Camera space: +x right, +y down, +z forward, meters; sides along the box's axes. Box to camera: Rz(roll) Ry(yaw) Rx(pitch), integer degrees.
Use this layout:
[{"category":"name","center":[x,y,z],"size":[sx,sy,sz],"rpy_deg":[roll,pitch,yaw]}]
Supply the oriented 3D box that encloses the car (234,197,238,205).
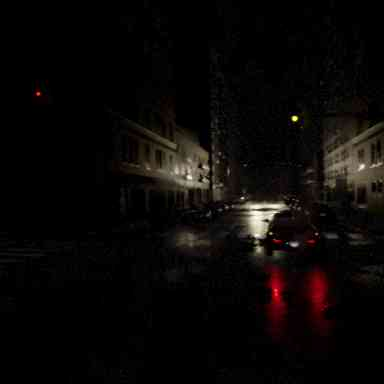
[{"category":"car","center":[4.236,1.585,41.275],"size":[1.887,1.381,4.507],"rpy_deg":[0,0,13]}]

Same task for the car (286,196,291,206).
[{"category":"car","center":[12.544,1.428,39.367],"size":[1.887,1.381,4.507],"rpy_deg":[0,0,13]}]

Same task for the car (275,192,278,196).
[{"category":"car","center":[23.729,1.244,87.870],"size":[1.967,1.590,4.097],"rpy_deg":[0,0,13]}]

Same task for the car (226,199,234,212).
[{"category":"car","center":[2.993,1.599,35.887],"size":[2.008,1.369,4.403],"rpy_deg":[0,0,13]}]

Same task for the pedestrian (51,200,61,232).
[{"category":"pedestrian","center":[-7.809,1.345,18.998],"size":[0.375,1.860,0.375],"rpy_deg":[-1,-1,13]}]

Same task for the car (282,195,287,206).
[{"category":"car","center":[15.030,1.432,50.146],"size":[1.947,1.339,4.313],"rpy_deg":[0,0,13]}]

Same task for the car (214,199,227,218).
[{"category":"car","center":[1.750,1.621,30.500],"size":[1.947,1.339,4.313],"rpy_deg":[0,0,13]}]

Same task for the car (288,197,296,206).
[{"category":"car","center":[11.300,1.442,33.978],"size":[2.008,1.369,4.403],"rpy_deg":[0,0,13]}]

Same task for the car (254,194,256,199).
[{"category":"car","center":[15.419,1.401,89.766],"size":[1.967,1.590,4.097],"rpy_deg":[0,0,13]}]

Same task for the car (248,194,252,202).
[{"category":"car","center":[11.692,1.554,73.602],"size":[1.947,1.339,4.313],"rpy_deg":[0,0,13]}]

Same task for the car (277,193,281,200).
[{"category":"car","center":[20.001,1.397,71.703],"size":[1.947,1.339,4.313],"rpy_deg":[0,0,13]}]

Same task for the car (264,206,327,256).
[{"category":"car","center":[3.813,1.495,12.937],"size":[1.812,1.442,4.674],"rpy_deg":[-1,0,13]}]

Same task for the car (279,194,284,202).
[{"category":"car","center":[17.515,1.400,60.924],"size":[2.008,1.369,4.403],"rpy_deg":[0,0,13]}]

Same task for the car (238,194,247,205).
[{"category":"car","center":[7.926,1.540,57.273],"size":[1.752,1.417,4.829],"rpy_deg":[0,0,13]}]

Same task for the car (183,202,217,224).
[{"category":"car","center":[0.508,1.645,25.112],"size":[1.802,1.307,4.206],"rpy_deg":[0,0,13]}]

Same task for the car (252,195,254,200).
[{"category":"car","center":[12.932,1.294,78.990],"size":[2.192,1.841,5.009],"rpy_deg":[0,0,13]}]

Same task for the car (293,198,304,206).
[{"category":"car","center":[10.058,1.443,28.589],"size":[1.887,1.381,4.507],"rpy_deg":[-1,0,13]}]

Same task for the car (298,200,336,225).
[{"category":"car","center":[8.815,1.472,23.200],"size":[1.947,1.339,4.313],"rpy_deg":[-1,0,13]}]

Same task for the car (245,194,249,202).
[{"category":"car","center":[9.206,1.572,62.827],"size":[1.947,1.339,4.313],"rpy_deg":[0,0,13]}]
